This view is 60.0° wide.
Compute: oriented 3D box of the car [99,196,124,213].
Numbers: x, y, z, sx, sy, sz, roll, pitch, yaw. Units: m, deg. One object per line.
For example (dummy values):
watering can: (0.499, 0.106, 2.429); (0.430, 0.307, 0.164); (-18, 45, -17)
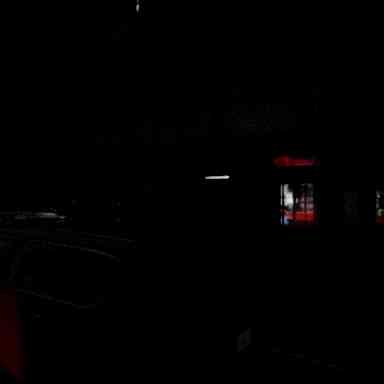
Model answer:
car: (-4.814, 1.094, 26.851); (2.097, 1.767, 4.553); (0, 0, 37)

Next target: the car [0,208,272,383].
car: (-1.515, 1.285, 4.140); (5.009, 1.841, 2.192); (1, 0, 36)

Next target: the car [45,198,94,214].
car: (-12.206, 1.348, 33.417); (1.994, 1.385, 4.181); (0, 0, 37)

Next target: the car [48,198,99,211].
car: (-10.387, 1.298, 30.415); (1.812, 1.442, 4.674); (0, 0, 37)
